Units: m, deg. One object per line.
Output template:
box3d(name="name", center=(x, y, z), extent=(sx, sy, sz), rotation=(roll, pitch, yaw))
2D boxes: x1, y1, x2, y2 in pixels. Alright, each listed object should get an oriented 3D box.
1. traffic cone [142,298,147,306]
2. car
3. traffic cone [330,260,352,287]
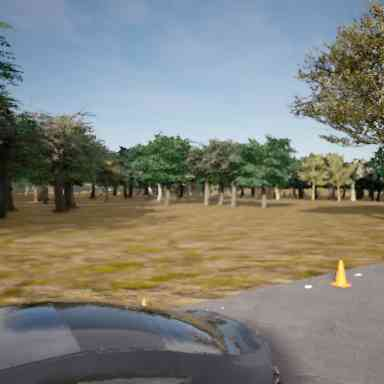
box3d(name="traffic cone", center=(-0.731, 1.931, 5.119), extent=(0.340, 0.580, 0.340), rotation=(0, 0, -34))
box3d(name="car", center=(-1.405, 1.517, 1.821), extent=(4.674, 1.442, 1.812), rotation=(0, 0, -35))
box3d(name="traffic cone", center=(3.542, 1.910, 7.904), extent=(0.340, 0.580, 0.340), rotation=(0, 0, -32))
